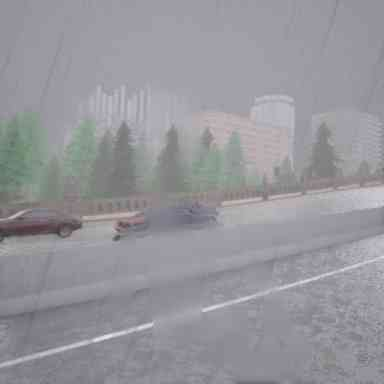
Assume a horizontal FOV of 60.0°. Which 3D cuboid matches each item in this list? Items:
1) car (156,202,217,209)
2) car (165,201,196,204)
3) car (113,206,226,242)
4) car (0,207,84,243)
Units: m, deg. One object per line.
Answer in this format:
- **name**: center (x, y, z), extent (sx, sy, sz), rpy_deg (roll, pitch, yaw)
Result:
- **car**: center (-1.198, 1.429, 15.906), extent (4.718, 1.301, 1.895), rpy_deg (-2, 1, -35)
- **car**: center (-0.845, 1.252, 20.478), extent (5.357, 1.411, 2.033), rpy_deg (-3, 2, -34)
- **car**: center (-0.707, 1.450, 12.049), extent (4.181, 1.385, 1.994), rpy_deg (-2, 1, -36)
- **car**: center (-7.578, 1.478, 15.752), extent (4.674, 1.442, 1.812), rpy_deg (-1, 0, -35)
